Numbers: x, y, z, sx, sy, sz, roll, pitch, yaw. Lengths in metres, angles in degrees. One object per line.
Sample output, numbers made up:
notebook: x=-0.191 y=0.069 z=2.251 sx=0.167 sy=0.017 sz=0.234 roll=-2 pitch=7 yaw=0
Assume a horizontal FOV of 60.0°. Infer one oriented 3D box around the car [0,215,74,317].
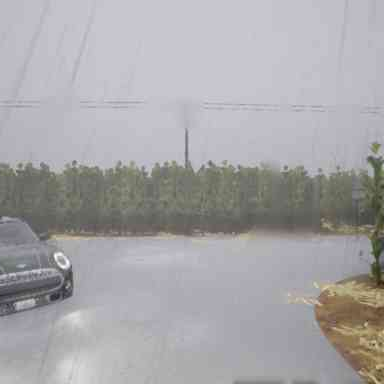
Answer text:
car: x=-4.431 y=1.354 z=7.386 sx=2.097 sy=1.767 sz=4.553 roll=-1 pitch=1 yaw=-44
